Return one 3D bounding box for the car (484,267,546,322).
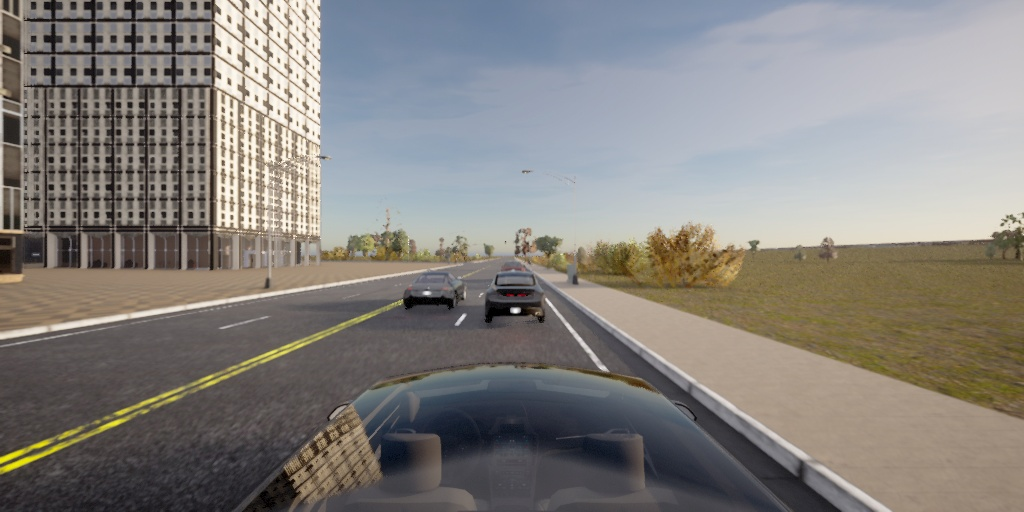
[{"bbox_3d":[0.098,1.285,12.476,1.837,1.490,4.892,0,0,0],"label":"car"}]

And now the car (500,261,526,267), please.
[{"bbox_3d":[0.093,1.182,30.513,2.097,1.767,4.553,0,0,0],"label":"car"}]

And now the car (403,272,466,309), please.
[{"bbox_3d":[-3.153,1.352,15.282,1.994,1.385,4.181,0,0,0],"label":"car"}]
